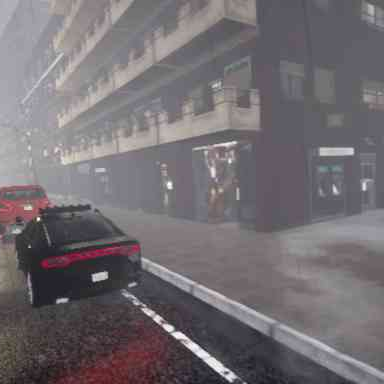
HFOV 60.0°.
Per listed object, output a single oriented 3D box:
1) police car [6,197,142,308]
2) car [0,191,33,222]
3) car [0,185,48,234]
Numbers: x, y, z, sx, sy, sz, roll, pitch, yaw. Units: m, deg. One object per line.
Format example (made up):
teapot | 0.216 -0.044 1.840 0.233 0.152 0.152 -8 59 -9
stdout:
police car | -2.874 1.115 7.588 1.930 1.638 5.238 -5 4 -32
car | -11.621 0.800 21.244 1.801 1.575 5.366 -5 4 -33
car | -8.242 0.699 16.026 2.150 2.045 5.566 -5 4 -33
